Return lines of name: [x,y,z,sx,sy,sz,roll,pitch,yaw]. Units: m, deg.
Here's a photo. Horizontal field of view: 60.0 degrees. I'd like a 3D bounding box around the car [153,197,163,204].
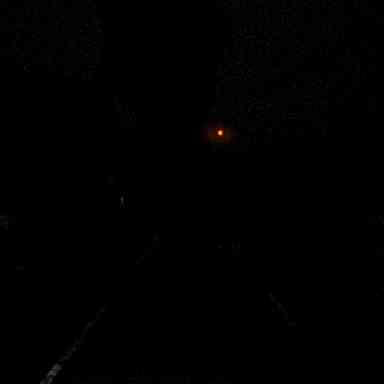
car: [-7.123,1.823,70.491,1.837,1.490,4.892,0,0,-1]
